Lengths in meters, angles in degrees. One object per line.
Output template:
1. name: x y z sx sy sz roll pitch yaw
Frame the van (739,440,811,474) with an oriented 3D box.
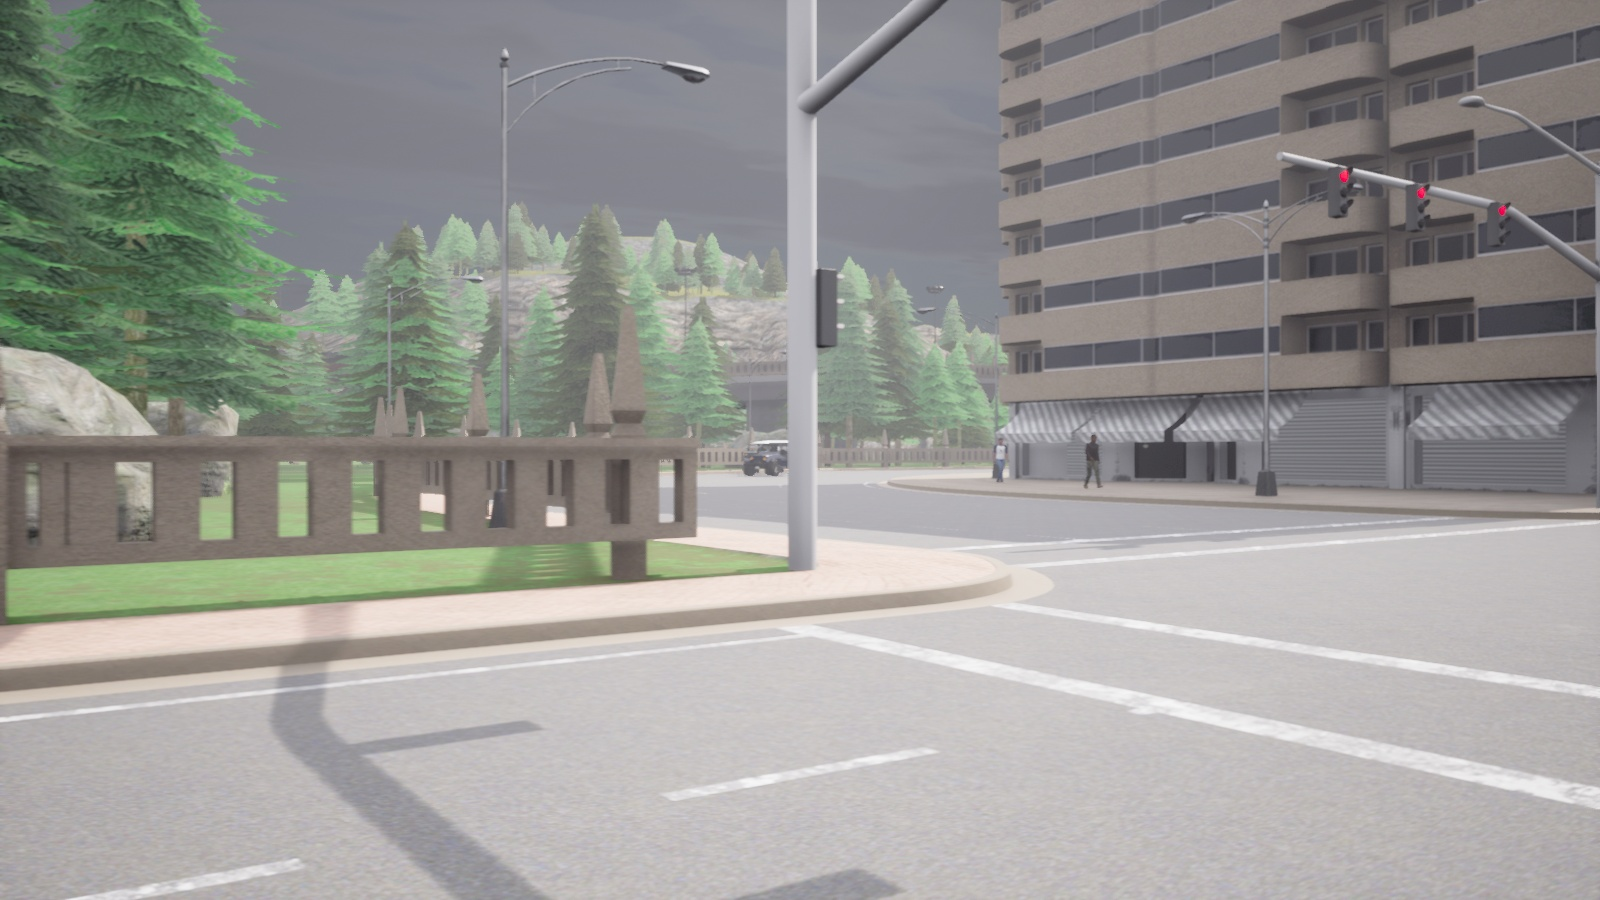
1. van: -1.490 0.419 76.435 2.069 2.038 4.480 -1 0 37

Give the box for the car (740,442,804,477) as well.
1. car: -1.523 0.492 69.646 1.905 1.878 3.866 0 0 28

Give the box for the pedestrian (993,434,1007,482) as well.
1. pedestrian: 7.768 0.298 48.788 0.354 1.836 0.706 0 0 -9

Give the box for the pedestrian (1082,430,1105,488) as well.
1. pedestrian: 9.540 0.288 40.836 0.431 1.840 0.703 0 0 -17
